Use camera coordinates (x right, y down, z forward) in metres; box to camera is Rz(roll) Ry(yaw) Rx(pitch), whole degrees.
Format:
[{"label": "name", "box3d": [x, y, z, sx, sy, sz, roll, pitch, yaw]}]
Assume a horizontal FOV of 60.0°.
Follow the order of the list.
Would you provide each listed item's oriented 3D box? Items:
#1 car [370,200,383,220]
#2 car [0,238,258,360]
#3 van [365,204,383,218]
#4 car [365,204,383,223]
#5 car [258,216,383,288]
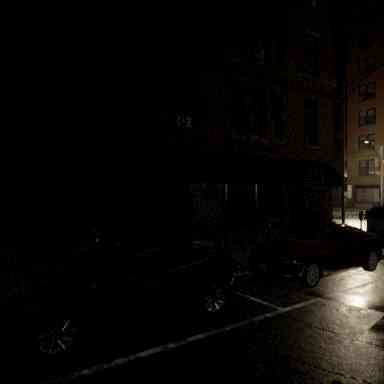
[{"label": "car", "box3d": [17.096, 1.484, 26.231, 2.128, 1.511, 4.902, 0, 0, -36]}, {"label": "car", "box3d": [-1.099, 1.566, 5.967, 4.313, 1.339, 1.947, 0, 0, -35]}, {"label": "van", "box3d": [8.145, 1.338, 12.500, 3.998, 1.788, 1.690, 0, 0, -35]}, {"label": "car", "box3d": [15.060, 1.581, 23.505, 1.895, 1.301, 4.718, 0, 0, -36]}, {"label": "car", "box3d": [3.522, 1.544, 9.234, 4.507, 1.381, 1.887, 0, 0, -35]}]
